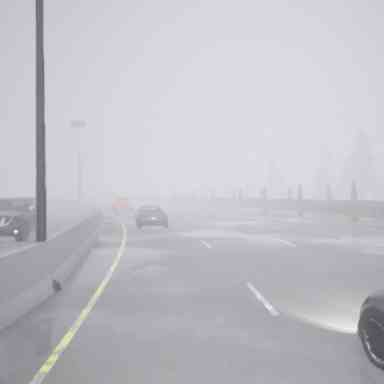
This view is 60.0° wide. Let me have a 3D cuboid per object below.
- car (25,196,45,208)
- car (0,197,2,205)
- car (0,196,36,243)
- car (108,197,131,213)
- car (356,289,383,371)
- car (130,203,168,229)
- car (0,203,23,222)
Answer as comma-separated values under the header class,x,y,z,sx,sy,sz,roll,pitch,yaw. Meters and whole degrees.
class,x,y,z,sx,sy,sz,roll,pitch,yaw
car,-25.672,1.577,54.318,2.097,1.767,4.553,-1,0,-36
car,-37.517,1.689,62.578,1.882,1.535,5.008,-1,0,-45
car,-8.879,1.259,16.488,2.150,2.045,5.566,0,0,-11
car,-8.319,1.402,38.469,2.097,1.767,4.553,0,0,-23
car,3.360,1.546,3.016,1.994,1.385,4.181,0,0,-2
car,-2.790,1.567,22.031,1.994,1.385,4.181,0,0,-13
car,-15.554,1.658,27.740,1.994,1.385,4.181,0,0,-19
